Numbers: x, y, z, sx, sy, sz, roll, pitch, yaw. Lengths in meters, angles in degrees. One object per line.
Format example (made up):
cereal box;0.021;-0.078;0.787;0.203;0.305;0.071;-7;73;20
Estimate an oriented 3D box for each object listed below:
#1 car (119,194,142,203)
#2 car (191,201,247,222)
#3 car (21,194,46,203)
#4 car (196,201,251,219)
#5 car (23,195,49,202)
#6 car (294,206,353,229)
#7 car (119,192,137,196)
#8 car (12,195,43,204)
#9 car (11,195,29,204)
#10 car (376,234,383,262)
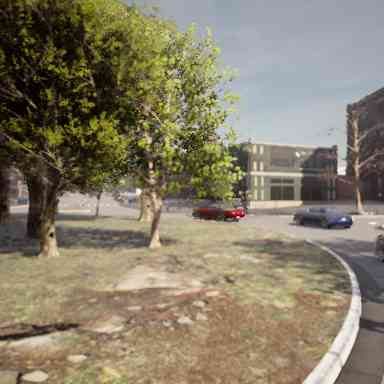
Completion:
car;-11.346;1.592;65.489;4.792;1.488;2.163;0;0;-15
car;2.086;1.723;28.062;1.895;1.301;4.718;0;0;-44
car;-33.346;1.284;70.171;4.553;1.767;2.185;0;0;-15
car;2.910;1.633;31.537;4.902;1.511;2.128;0;0;42
car;-34.085;1.388;72.834;4.892;1.521;2.231;0;0;-15
car;8.912;1.668;22.845;1.994;1.385;4.181;0;1;-19
car;-12.662;1.413;70.762;4.553;1.767;2.185;0;0;-15
car;-31.982;1.449;64.830;5.008;1.535;2.097;0;0;-15
car;-31.245;1.339;62.167;4.553;1.767;2.185;0;0;-15
car;6.510;1.661;9.252;1.895;1.301;4.718;0;0;21
